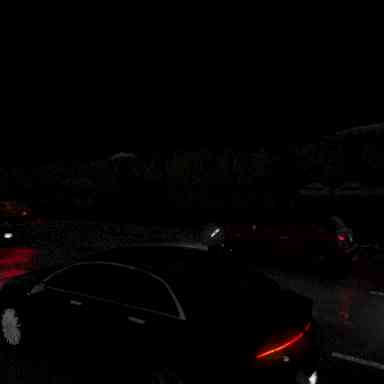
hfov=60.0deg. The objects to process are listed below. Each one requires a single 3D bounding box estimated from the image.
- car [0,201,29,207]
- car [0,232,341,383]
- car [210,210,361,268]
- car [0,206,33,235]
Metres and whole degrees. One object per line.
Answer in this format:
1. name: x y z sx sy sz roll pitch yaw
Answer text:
1. car: -15.293 1.529 27.751 5.008 1.535 1.882 0 0 35
2. car: -0.815 1.512 4.574 4.892 1.490 1.837 0 0 35
3. car: 2.763 1.359 10.620 4.553 1.767 2.097 0 0 35
4. car: -9.492 1.535 15.059 4.892 1.490 1.837 0 0 35
